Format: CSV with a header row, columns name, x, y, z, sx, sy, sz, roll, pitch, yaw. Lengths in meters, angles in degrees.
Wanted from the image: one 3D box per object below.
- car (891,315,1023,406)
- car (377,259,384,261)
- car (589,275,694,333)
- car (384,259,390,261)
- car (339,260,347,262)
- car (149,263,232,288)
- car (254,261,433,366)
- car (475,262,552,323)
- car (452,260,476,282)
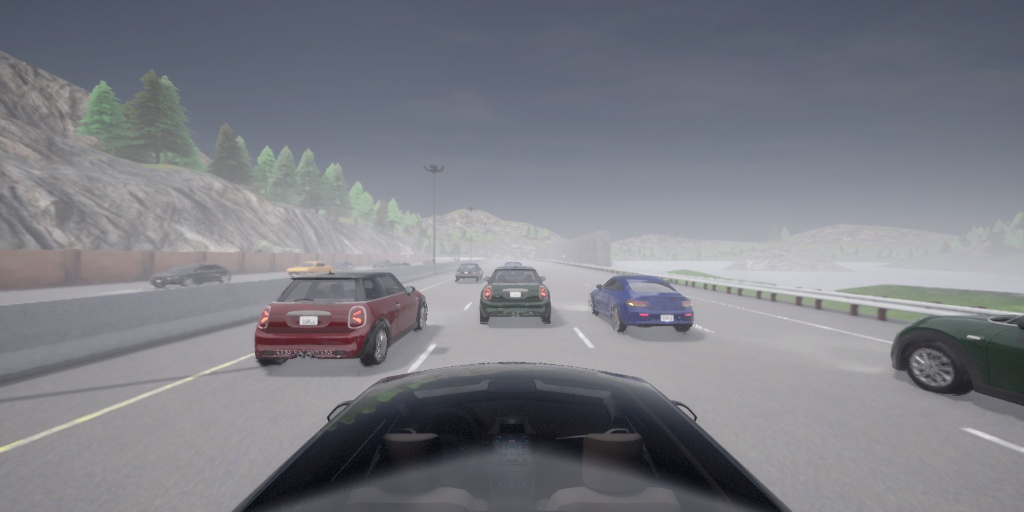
name,x,y,z,sx,sy,sz,roll,pitch,yaw
car,7.100,1.102,3.798,2.097,1.767,4.553,0,0,0
car,-21.042,1.252,58.305,1.837,1.490,4.892,0,1,1
car,3.599,1.276,10.614,1.812,1.442,4.674,0,0,0
car,-14.091,1.315,44.974,1.994,1.385,4.181,0,0,0
car,-24.575,1.314,51.812,1.994,1.385,4.181,0,0,0
car,-21.104,1.256,23.835,1.837,1.490,4.892,0,0,0
car,-3.402,1.102,8.121,2.097,1.767,4.553,0,0,0
car,0.098,1.102,12.196,2.097,1.767,4.553,0,0,0
car,-3.404,1.298,29.147,2.033,1.411,5.357,0,0,0
